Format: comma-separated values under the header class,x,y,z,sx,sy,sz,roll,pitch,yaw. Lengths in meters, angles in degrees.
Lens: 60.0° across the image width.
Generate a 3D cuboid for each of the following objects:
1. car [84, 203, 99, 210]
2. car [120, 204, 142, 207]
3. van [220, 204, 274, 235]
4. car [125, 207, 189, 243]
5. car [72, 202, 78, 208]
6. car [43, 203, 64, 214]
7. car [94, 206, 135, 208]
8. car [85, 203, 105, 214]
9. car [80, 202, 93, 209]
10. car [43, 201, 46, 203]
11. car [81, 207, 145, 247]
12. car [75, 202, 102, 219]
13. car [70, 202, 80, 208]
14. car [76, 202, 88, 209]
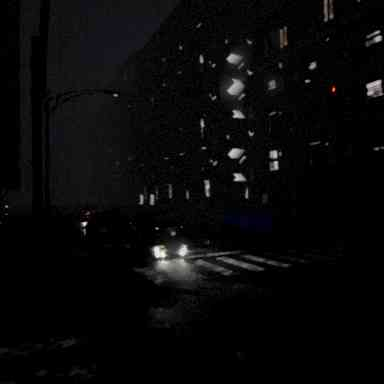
class,x,y,z,sx,sy,sz,roll,pitch,yaw
car,-20.036,2.816,66.087,2.008,1.369,4.403,0,-1,-27
car,-7.066,2.256,40.928,1.887,1.381,4.507,0,-1,-27
van,3.308,1.631,20.806,1.690,1.788,3.998,0,-1,-27
car,-2.026,1.825,18.512,2.128,1.511,4.902,0,-1,-27
car,-19.352,2.645,59.099,2.128,1.511,4.902,0,-1,-27
car,-19.711,2.567,47.168,1.802,1.307,4.206,0,-1,-27
car,-6.242,2.064,26.682,1.994,1.385,4.181,0,-1,-28
car,-14.621,2.429,49.929,1.882,1.535,5.008,0,-1,-28
car,-22.630,2.927,71.119,2.008,1.369,4.403,0,-1,-27
car,-30.092,2.744,67.300,2.192,1.841,5.009,0,-1,-27
car,-4.148,1.782,16.980,1.967,1.590,4.097,0,-1,-27
car,-10.919,2.171,35.784,1.882,1.535,5.008,0,-1,-27
car,-30.412,3.297,86.213,1.802,1.307,4.206,-1,-1,-27
car,-25.225,3.032,76.152,1.887,1.381,4.507,0,-1,-27
